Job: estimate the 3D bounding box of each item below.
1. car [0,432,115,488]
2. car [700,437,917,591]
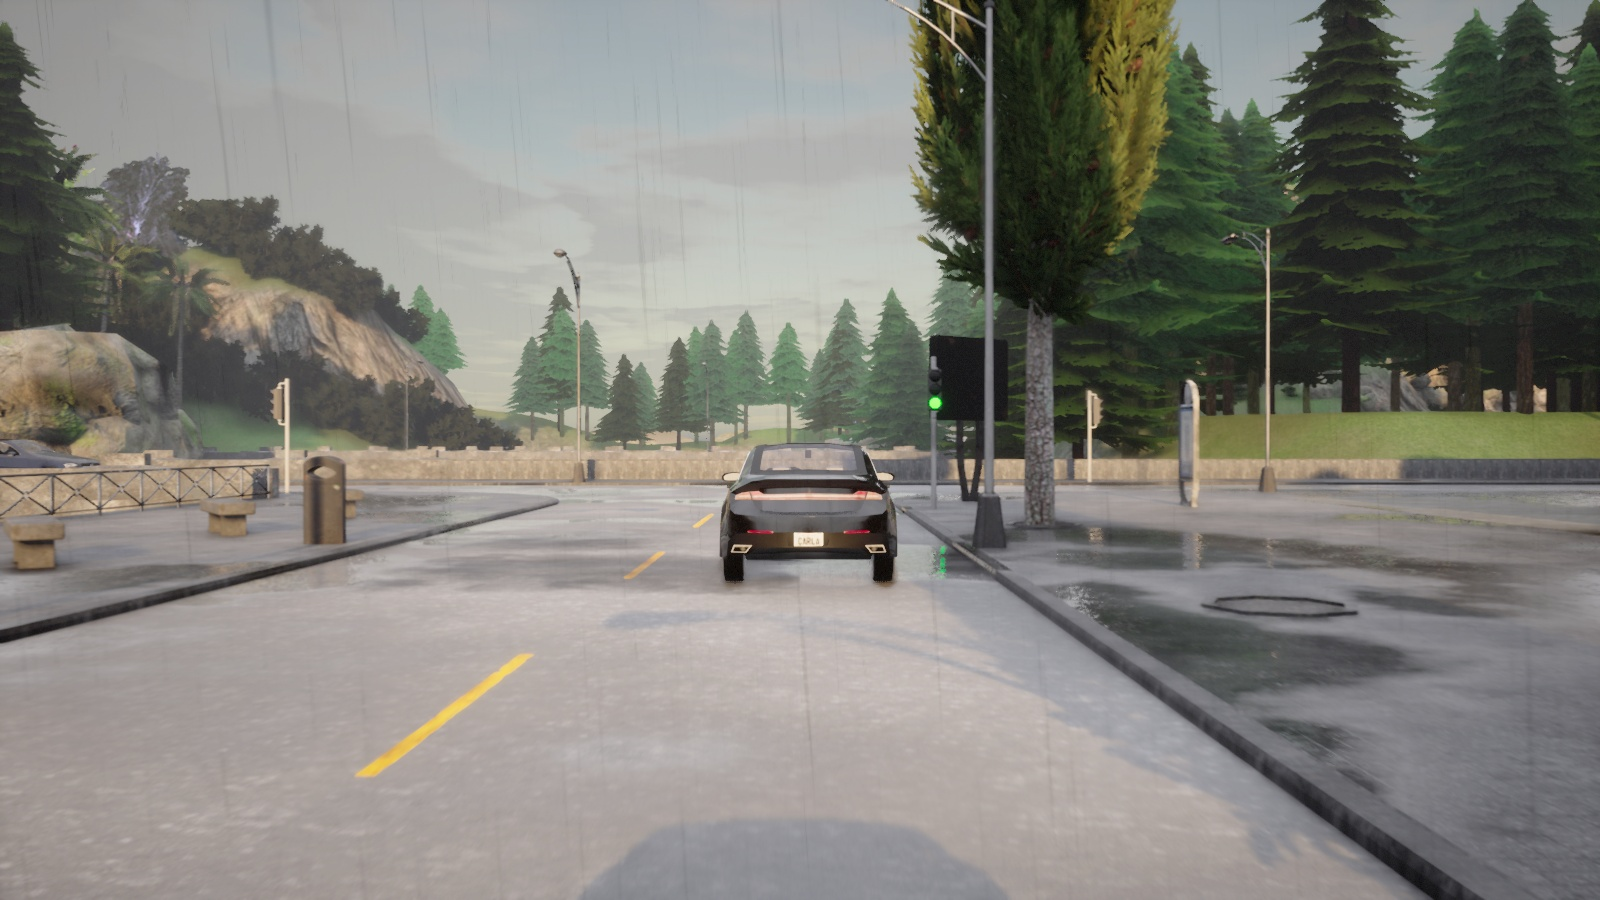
[{"bbox_3d":[-23.858,0.291,38.045,5.027,1.651,2.152,0,0,0],"label":"car"},{"bbox_3d":[0.097,0.619,14.793,2.128,1.511,4.902,0,0,0],"label":"car"}]
